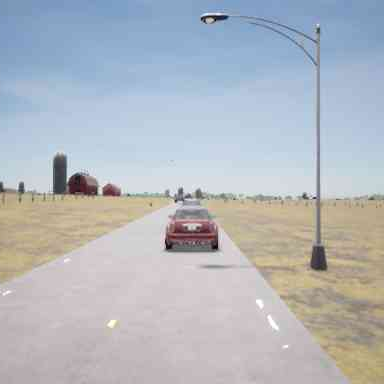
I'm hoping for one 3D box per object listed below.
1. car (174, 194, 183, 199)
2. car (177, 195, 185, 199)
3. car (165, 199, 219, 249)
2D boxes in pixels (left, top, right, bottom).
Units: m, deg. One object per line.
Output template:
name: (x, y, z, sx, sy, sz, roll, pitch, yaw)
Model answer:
car: (-2.750, 1.457, 74.714, 2.150, 2.045, 5.566, 0, 0, 0)
car: (0.000, 1.437, 29.632, 2.097, 1.767, 4.553, 0, 0, 0)
car: (0.000, 1.385, 14.626, 2.097, 1.767, 4.553, 0, 0, 0)
